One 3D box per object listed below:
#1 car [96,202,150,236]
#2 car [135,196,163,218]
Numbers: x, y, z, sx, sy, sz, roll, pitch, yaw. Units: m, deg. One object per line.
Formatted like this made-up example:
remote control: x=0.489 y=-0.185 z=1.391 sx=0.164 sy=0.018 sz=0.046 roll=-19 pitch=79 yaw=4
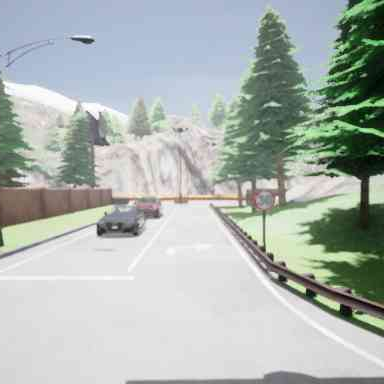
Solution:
car: x=-3.593 y=1.434 z=17.450 sx=1.994 sy=1.385 sz=4.181 roll=0 pitch=0 yaw=0
car: x=-3.576 y=1.145 z=27.138 sx=2.097 sy=1.767 sz=4.553 roll=0 pitch=0 yaw=0
